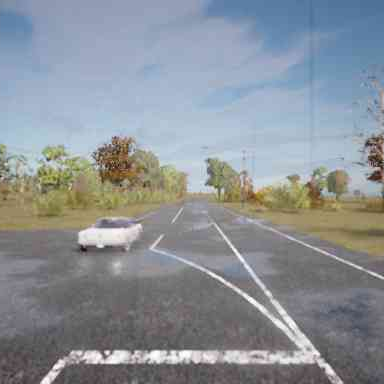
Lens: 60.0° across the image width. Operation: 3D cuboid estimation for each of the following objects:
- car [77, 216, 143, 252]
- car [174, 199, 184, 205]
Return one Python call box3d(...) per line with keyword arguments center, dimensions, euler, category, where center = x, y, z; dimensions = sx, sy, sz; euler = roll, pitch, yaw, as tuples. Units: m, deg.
box3d(center=(-3.462, 1.772, 14.792), dimensions=(1.895, 1.301, 4.718), euler=(0, -1, 0), category="car")
box3d(center=(-3.093, 2.382, 80.426), dimensions=(1.882, 1.535, 5.008), euler=(0, -1, 5), category="car")
